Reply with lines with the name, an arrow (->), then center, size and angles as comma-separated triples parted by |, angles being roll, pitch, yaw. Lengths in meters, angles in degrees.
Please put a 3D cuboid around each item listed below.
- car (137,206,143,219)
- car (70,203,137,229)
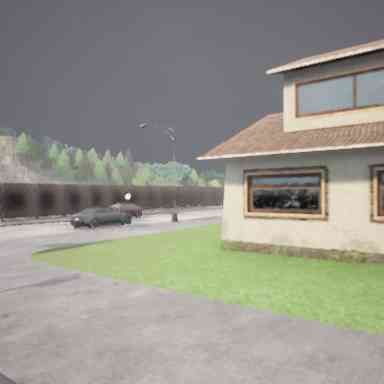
car -> -6.359, 1.694, 29.540 | 1.812, 1.442, 4.674 | -1, 0, 35
car -> -6.162, 1.702, 22.796 | 1.994, 1.385, 4.181 | -1, 0, 36
